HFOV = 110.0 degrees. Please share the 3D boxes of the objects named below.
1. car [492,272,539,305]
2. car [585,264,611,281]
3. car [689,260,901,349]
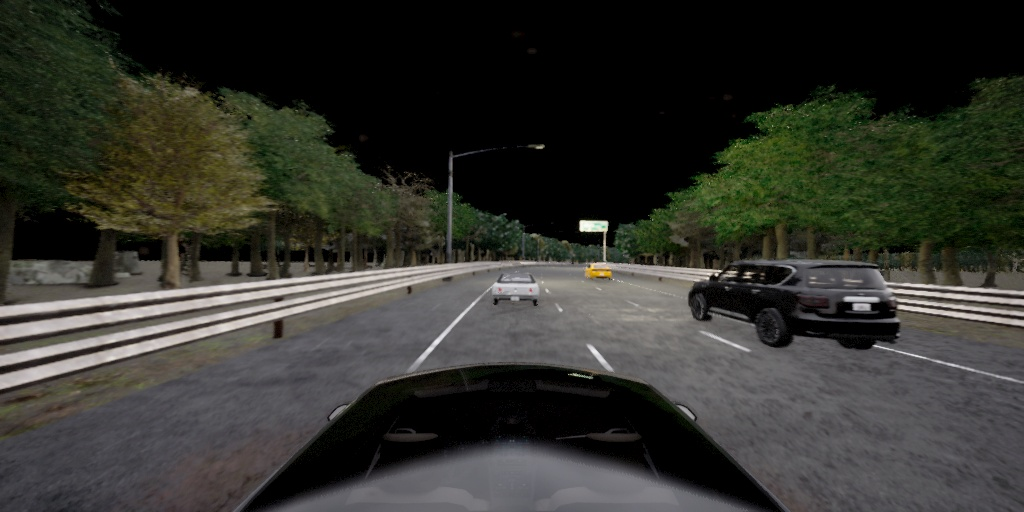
[{"bbox_3d":[0.209,1.394,16.350,1.895,1.301,4.718,1,0,2],"label":"car"},{"bbox_3d":[8.164,1.483,34.262,1.882,1.535,5.008,1,0,4],"label":"car"},{"bbox_3d":[7.068,1.118,9.869,2.150,2.045,5.566,1,0,1],"label":"car"}]
